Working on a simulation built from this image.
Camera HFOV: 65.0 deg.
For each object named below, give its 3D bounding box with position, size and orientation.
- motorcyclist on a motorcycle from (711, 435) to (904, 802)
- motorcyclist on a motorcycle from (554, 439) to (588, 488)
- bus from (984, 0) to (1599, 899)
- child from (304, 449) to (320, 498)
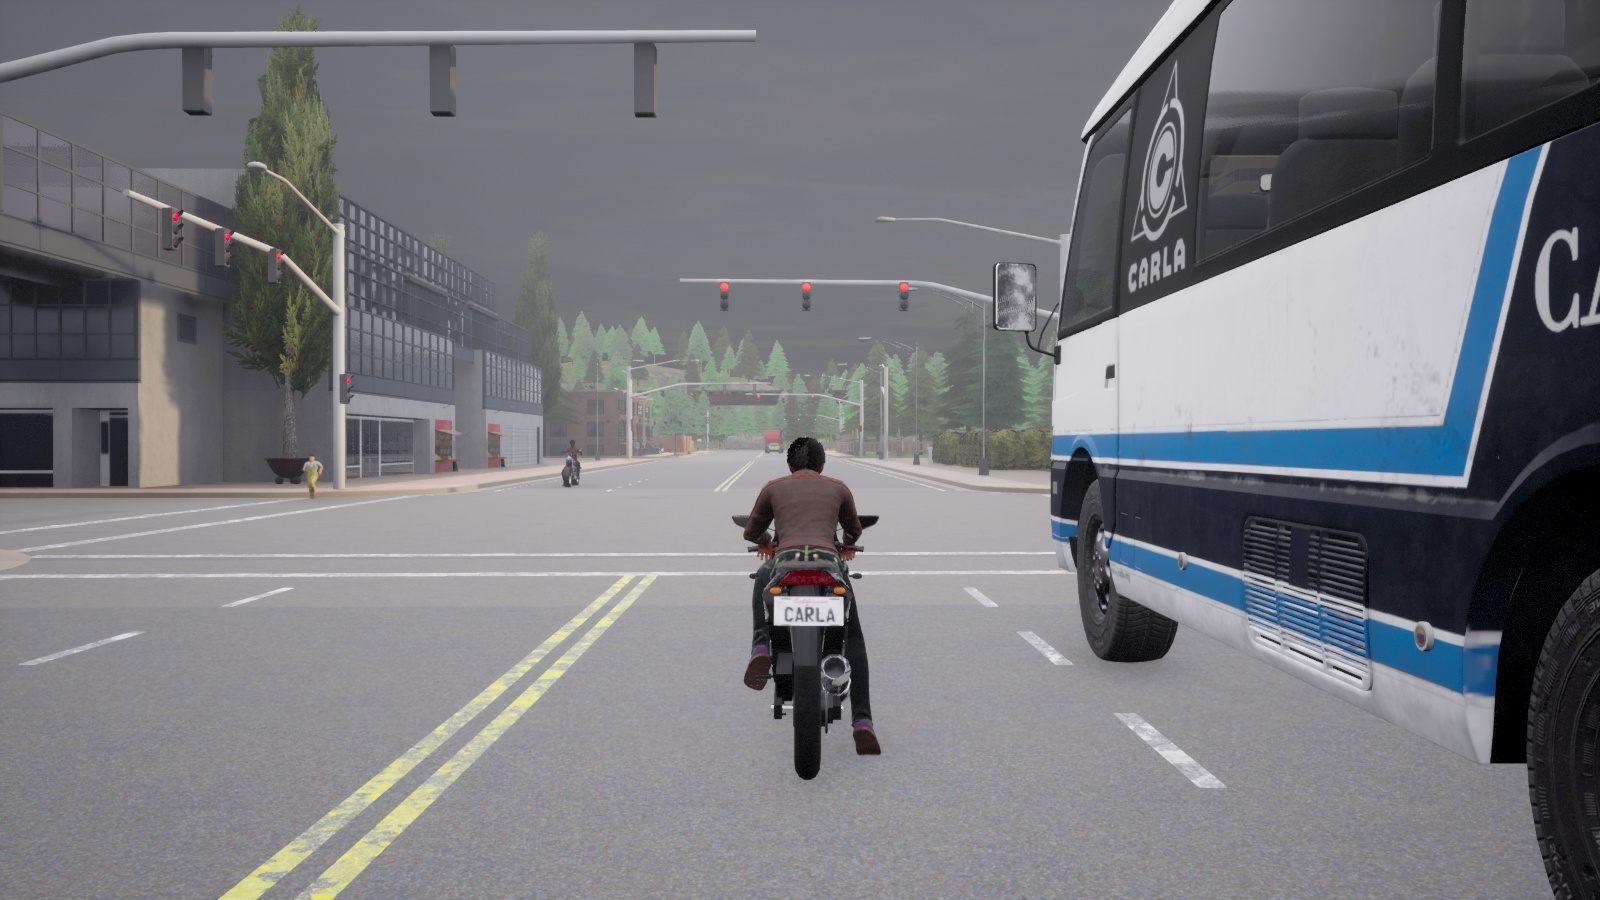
[{"bbox_3d":[0.030,0.693,6.236,0.797,1.523,2.044,0,0,0],"label":"motorcyclist on a motorcycle"},{"bbox_3d":[-7.852,0.447,43.159,0.766,1.649,2.350,0,0,-1],"label":"motorcyclist on a motorcycle"},{"bbox_3d":[3.533,-0.659,5.564,3.944,4.253,10.273,0,0,0],"label":"bus"},{"bbox_3d":[-12.706,0.620,32.721,0.270,1.263,0.437,0,0,-3],"label":"child"}]
